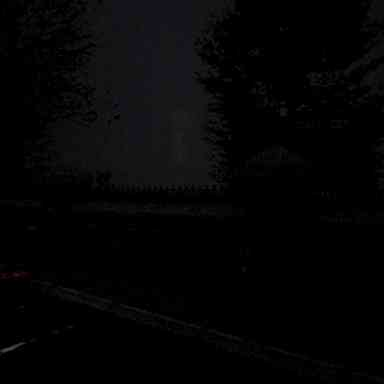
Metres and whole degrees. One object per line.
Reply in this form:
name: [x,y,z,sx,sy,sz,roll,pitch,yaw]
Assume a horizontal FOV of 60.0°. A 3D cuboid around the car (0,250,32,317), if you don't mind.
car: [-4.871,1.523,6.353,4.507,1.381,1.887,0,0,36]
